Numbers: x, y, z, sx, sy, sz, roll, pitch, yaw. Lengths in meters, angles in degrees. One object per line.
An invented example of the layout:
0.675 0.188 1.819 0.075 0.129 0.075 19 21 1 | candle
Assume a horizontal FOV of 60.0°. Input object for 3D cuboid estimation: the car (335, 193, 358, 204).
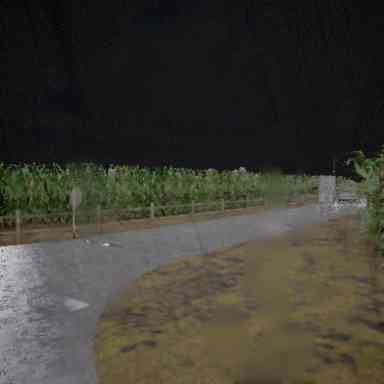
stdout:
21.216 0.805 45.552 2.033 1.411 5.357 1 2 39 | car
